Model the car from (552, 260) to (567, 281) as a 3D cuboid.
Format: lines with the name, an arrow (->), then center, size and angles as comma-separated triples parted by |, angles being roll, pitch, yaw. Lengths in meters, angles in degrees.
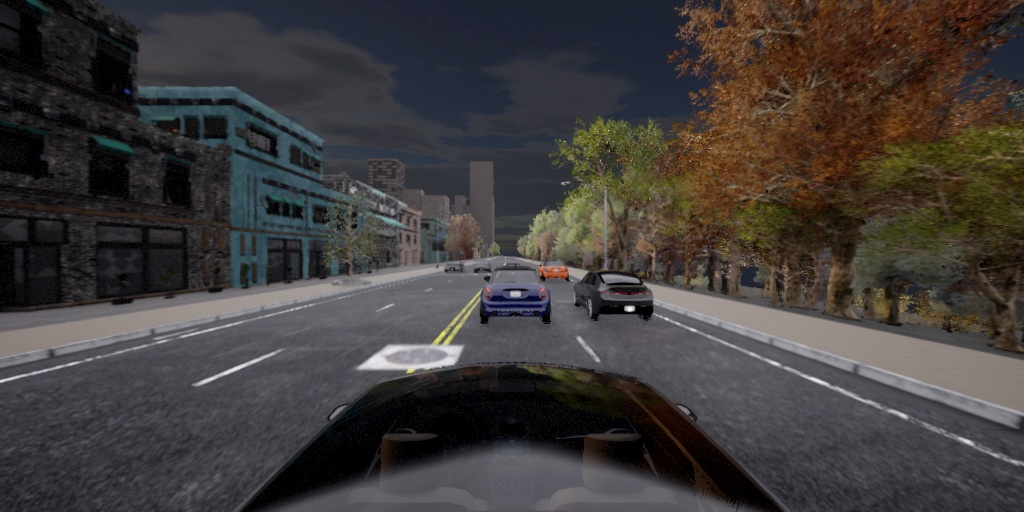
car -> 3.351, 1.081, 29.487 | 2.097, 1.767, 4.553 | 0, 0, 0

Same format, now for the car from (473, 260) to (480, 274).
car -> -3.338, 1.225, 41.455 | 1.837, 1.490, 4.892 | 0, 0, 0

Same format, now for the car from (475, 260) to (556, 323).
car -> 0.101, 1.094, 12.254 | 2.097, 1.767, 4.553 | 0, 0, 0

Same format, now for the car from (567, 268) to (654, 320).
car -> 3.351, 1.247, 12.612 | 1.837, 1.490, 4.892 | 0, 0, 0

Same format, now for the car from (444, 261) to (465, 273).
car -> -6.587, 1.282, 41.638 | 1.994, 1.385, 4.181 | 0, 0, 0
